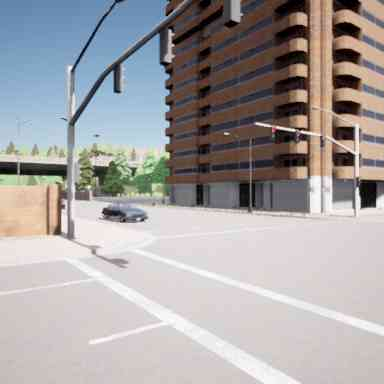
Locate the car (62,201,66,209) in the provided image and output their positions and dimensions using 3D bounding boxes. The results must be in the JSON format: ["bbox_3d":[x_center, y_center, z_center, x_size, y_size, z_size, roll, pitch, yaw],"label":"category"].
[{"bbox_3d":[-17.828,1.490,43.255,2.128,1.511,4.902,0,0,-36],"label":"car"}]

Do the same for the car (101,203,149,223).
[{"bbox_3d":[-5.334,1.544,25.778,2.033,1.411,5.357,0,0,-36],"label":"car"}]
